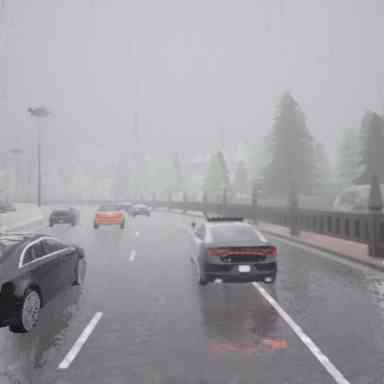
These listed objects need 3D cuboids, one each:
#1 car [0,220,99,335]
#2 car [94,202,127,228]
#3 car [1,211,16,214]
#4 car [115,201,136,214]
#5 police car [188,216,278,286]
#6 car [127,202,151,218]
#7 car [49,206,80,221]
[{"bbox_3d":[-3.640,1.609,6.888,2.128,1.511,4.902,0,-1,-3],"label":"car"},{"bbox_3d":[-6.187,1.709,25.135,2.097,1.767,4.553,0,-1,-12],"label":"car"},{"bbox_3d":[-21.829,2.019,38.894,2.097,1.767,4.553,0,-1,-24],"label":"car"},{"bbox_3d":[-9.244,2.109,45.878,1.882,1.535,5.008,0,-1,-24],"label":"car"},{"bbox_3d":[0.974,1.536,9.992,1.930,1.638,5.238,0,-1,-4],"label":"police car"},{"bbox_3d":[-5.839,2.019,36.868,1.812,1.442,4.674,0,-1,-19],"label":"car"},{"bbox_3d":[-10.080,1.914,26.432,1.837,1.490,4.892,0,-1,-14],"label":"car"}]
